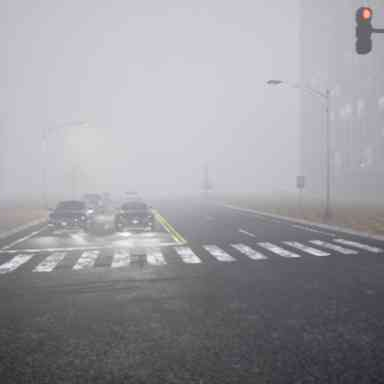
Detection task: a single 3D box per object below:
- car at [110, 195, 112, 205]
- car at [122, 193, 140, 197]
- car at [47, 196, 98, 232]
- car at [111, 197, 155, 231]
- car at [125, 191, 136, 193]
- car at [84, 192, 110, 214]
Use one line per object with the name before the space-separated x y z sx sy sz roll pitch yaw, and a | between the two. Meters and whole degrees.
car | -10.722 0.779 40.421 1.812 1.442 4.674 -1 1 -11
car | -5.345 1.016 29.754 1.895 1.301 4.718 -1 1 -11
car | -6.417 1.198 17.947 1.837 1.490 4.892 -1 1 -11
car | -3.109 1.210 17.948 1.994 1.385 4.181 -1 1 -11
car | -8.091 0.643 43.870 1.837 1.490 4.892 -1 1 -11
car | -8.274 0.855 27.733 2.097 1.767 4.553 -1 1 -11
